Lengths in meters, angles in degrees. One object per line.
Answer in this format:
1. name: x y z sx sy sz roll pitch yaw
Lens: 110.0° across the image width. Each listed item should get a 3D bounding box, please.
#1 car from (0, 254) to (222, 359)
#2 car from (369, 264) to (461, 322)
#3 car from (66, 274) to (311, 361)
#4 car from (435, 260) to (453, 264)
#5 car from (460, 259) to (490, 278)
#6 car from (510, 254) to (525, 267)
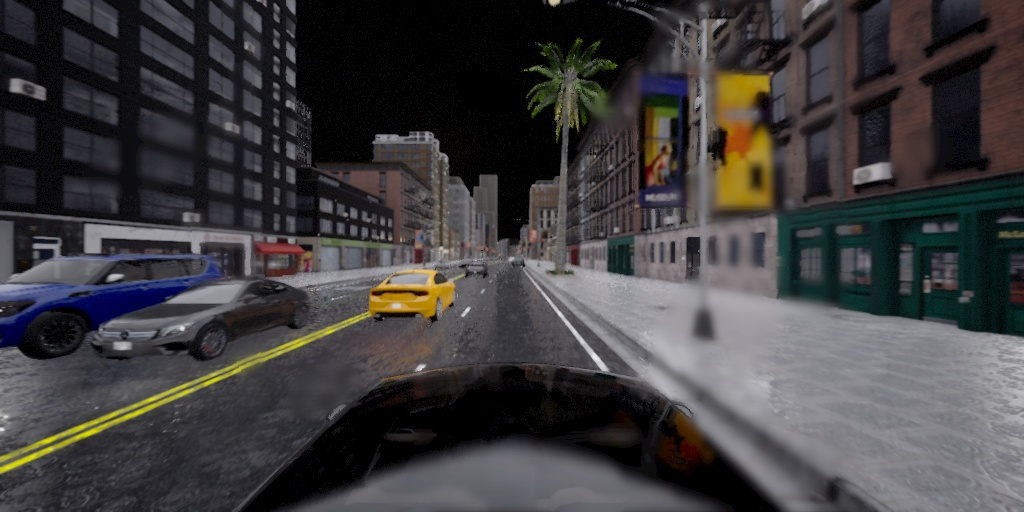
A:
1. car: -9.849 0.955 8.734 2.150 2.045 5.566 0 0 0
2. car: -3.149 1.203 12.272 1.882 1.535 5.008 0 0 0
3. car: -6.599 1.260 8.403 1.812 1.442 4.674 0 0 0
4. car: -9.806 1.241 51.557 1.895 1.301 4.718 0 0 0
5. car: -3.144 1.172 32.822 2.128 1.511 4.902 0 0 0
6. car: 1.148 0.970 60.894 2.097 1.767 4.553 0 0 0
